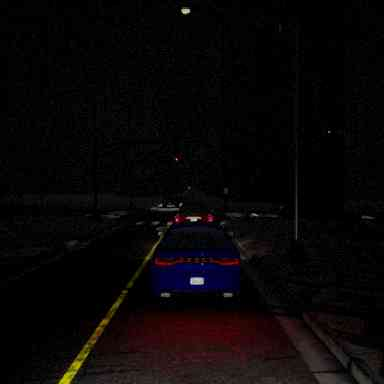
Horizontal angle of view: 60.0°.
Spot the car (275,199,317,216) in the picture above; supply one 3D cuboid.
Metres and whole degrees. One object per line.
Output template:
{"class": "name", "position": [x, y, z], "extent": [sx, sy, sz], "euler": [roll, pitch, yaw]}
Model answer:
{"class": "car", "position": [10.940, 1.539, 34.247], "extent": [4.553, 1.767, 2.097], "euler": [1, 0, 0]}

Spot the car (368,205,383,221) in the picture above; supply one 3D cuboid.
{"class": "car", "position": [17.938, 1.824, 28.401], "extent": [4.829, 1.417, 1.752], "euler": [1, -1, 0]}

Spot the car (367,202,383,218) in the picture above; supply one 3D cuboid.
{"class": "car", "position": [20.854, 1.867, 34.251], "extent": [4.674, 1.442, 1.812], "euler": [1, 0, 0]}

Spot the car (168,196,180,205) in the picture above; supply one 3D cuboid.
{"class": "car", "position": [-3.101, 1.526, 59.183], "extent": [1.812, 1.442, 4.674], "euler": [0, 0, 1]}

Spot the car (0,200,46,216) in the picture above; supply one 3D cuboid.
{"class": "car", "position": [-14.784, 1.367, 28.293], "extent": [4.403, 1.369, 2.008], "euler": [1, -1, 0]}

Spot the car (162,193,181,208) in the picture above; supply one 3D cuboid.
{"class": "car", "position": [-3.111, 1.222, 49.351], "extent": [2.150, 2.045, 5.566], "euler": [0, 0, 0]}

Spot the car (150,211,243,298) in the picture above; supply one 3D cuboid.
{"class": "car", "position": [0.098, 1.477, 8.556], "extent": [1.882, 1.535, 5.008], "euler": [0, 0, 0]}

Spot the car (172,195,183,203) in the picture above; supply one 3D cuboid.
{"class": "car", "position": [-3.034, 1.493, 69.501], "extent": [2.128, 1.511, 4.902], "euler": [0, 0, 0]}

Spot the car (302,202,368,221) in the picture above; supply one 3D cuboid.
{"class": "car", "position": [12.125, 1.775, 28.398], "extent": [4.313, 1.339, 1.947], "euler": [1, -1, 0]}

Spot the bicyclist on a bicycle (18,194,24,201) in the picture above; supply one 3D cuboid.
{"class": "bicyclist on a bicycle", "position": [-20.511, 1.030, 39.775], "extent": [0.582, 1.620, 1.656], "euler": [1, 0, 0]}

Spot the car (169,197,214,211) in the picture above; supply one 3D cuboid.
{"class": "car", "position": [0.114, 1.352, 17.710], "extent": [2.097, 1.767, 4.553], "euler": [0, 0, 1]}

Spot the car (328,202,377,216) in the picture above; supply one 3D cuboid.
{"class": "car", "position": [17.773, 1.842, 36.925], "extent": [4.403, 1.369, 2.008], "euler": [1, -1, 0]}
